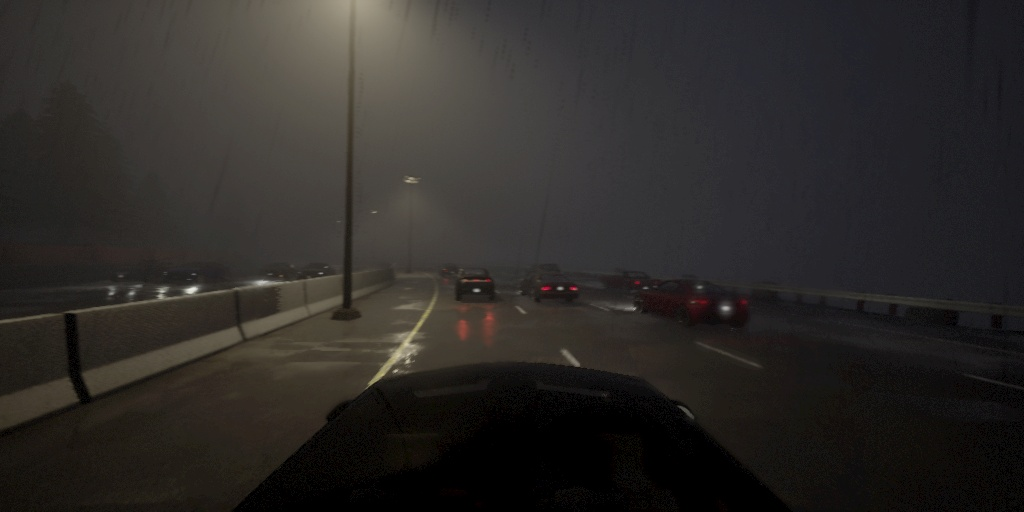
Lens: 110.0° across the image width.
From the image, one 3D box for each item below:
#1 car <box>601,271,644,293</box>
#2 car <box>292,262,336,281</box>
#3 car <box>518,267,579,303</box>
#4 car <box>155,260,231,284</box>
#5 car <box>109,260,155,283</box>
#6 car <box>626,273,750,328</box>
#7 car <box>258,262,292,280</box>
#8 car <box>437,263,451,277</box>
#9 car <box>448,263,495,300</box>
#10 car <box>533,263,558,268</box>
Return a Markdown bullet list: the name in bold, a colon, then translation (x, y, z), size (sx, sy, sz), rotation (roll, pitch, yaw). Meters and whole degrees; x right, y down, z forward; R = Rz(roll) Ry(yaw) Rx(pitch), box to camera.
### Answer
- **car**: translation (7.638, 1.652, 23.695), size (1.895, 1.301, 4.718), rotation (1, 0, -11)
- **car**: translation (-15.050, 1.233, 27.840), size (1.812, 1.442, 4.674), rotation (1, 0, -14)
- **car**: translation (1.634, 1.452, 17.777), size (2.033, 1.411, 5.357), rotation (1, 0, -10)
- **car**: translation (-21.481, 1.054, 24.704), size (1.882, 1.535, 5.008), rotation (1, -1, -14)
- **car**: translation (-25.121, 1.009, 24.871), size (2.128, 1.511, 4.902), rotation (1, 0, -14)
- **car**: translation (5.912, 1.496, 12.349), size (1.994, 1.385, 4.181), rotation (1, 0, -8)
- **car**: translation (-19.110, 1.218, 29.539), size (1.994, 1.385, 4.181), rotation (1, -1, -15)
- **car**: translation (-6.662, 1.451, 37.823), size (1.812, 1.442, 4.674), rotation (1, 0, -17)
- **car**: translation (-2.025, 1.342, 18.492), size (2.128, 1.511, 4.902), rotation (1, 0, -10)
- **car**: translation (2.623, 1.371, 30.242), size (2.097, 1.767, 4.553), rotation (1, -1, -13)
